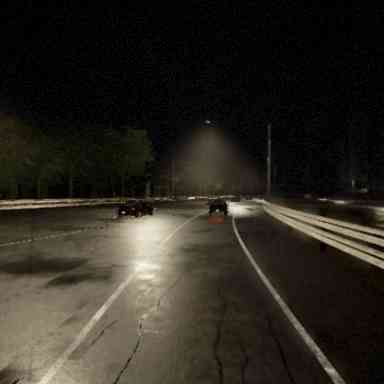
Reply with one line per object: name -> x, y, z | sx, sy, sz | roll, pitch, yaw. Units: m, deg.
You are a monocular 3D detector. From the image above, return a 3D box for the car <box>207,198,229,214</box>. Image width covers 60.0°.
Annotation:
car -> 2.953, 1.600, 36.102 | 1.837, 1.490, 4.892 | 0, 0, 9

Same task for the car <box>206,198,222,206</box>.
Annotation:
car -> 4.051, 1.795, 59.972 | 1.895, 1.301, 4.718 | 0, 0, 16

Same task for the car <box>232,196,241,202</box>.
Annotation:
car -> 11.313, 1.881, 84.924 | 1.837, 1.490, 4.892 | 0, 0, 16

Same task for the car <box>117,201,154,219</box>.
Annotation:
car -> -4.900, 1.518, 29.220 | 1.812, 1.442, 4.674 | 1, 0, 16
